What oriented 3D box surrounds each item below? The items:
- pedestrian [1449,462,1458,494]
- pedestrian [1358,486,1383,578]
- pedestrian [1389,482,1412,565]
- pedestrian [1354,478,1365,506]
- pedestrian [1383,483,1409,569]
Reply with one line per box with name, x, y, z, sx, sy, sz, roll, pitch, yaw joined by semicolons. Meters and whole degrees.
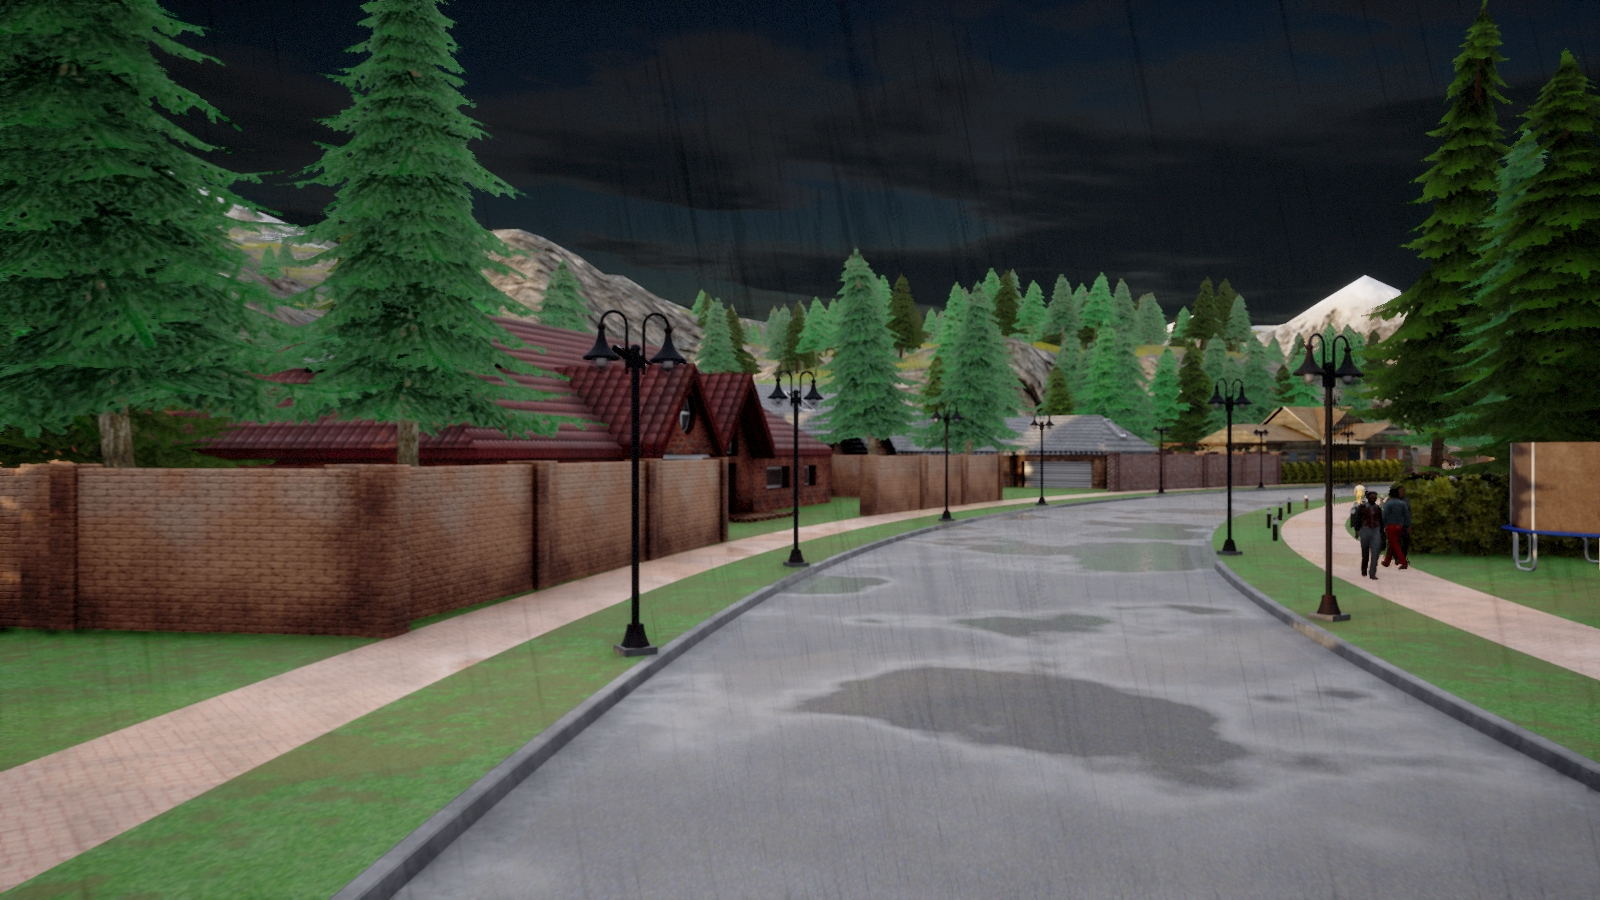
pedestrian;38.804;1.675;67.887;0.375;1.860;0.375;0;0;45
pedestrian;11.678;1.667;23.401;0.375;1.860;0.375;0;0;11
pedestrian;13.730;1.667;26.115;0.375;1.860;0.375;0;0;13
pedestrian;26.007;1.951;53.118;0.375;1.300;0.375;0;0;37
pedestrian;13.089;1.667;25.093;0.375;1.860;0.375;0;0;-2
